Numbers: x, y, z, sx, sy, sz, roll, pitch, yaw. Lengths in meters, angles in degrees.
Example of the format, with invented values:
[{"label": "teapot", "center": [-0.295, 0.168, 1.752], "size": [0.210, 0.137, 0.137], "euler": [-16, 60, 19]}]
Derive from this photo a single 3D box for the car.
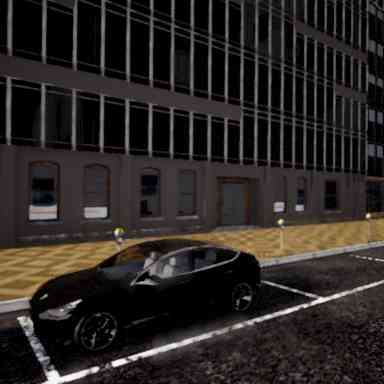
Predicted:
[{"label": "car", "center": [-0.586, 1.594, 6.140], "size": [4.313, 1.339, 1.947], "euler": [1, 0, -36]}]
